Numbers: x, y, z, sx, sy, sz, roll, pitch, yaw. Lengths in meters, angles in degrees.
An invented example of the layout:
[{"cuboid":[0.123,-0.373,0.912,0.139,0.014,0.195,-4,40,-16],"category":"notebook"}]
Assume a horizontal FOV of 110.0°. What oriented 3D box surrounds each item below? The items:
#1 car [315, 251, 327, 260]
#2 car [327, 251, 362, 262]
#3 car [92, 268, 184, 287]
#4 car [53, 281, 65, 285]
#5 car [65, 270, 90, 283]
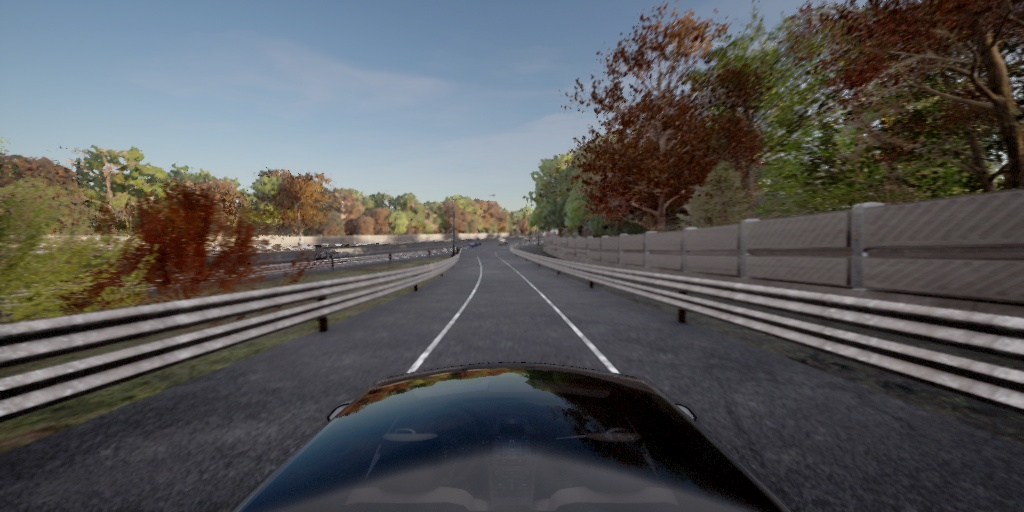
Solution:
[{"cuboid":[-27.574,-0.009,54.636,1.837,1.490,4.892,1,4,18],"category":"car"},{"cuboid":[-24.332,0.047,53.298,2.128,1.511,4.902,1,4,18],"category":"car"},{"cuboid":[-28.918,1.804,28.400,2.128,1.511,4.902,1,4,18],"category":"car"},{"cuboid":[-35.616,1.815,30.452,1.895,1.301,4.718,1,4,18],"category":"car"},{"cuboid":[-32.262,1.769,29.432,1.837,1.490,4.892,1,4,18],"category":"car"}]
